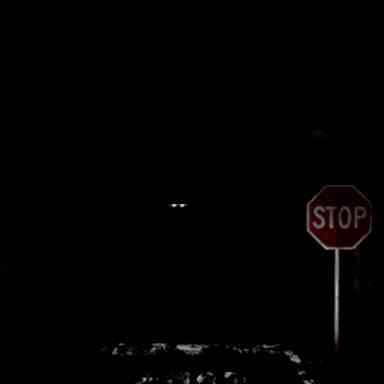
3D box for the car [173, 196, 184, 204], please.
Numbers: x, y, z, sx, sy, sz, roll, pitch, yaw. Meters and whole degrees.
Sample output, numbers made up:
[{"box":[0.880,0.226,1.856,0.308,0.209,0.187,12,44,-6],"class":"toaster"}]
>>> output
[{"box":[-2.601,1.594,65.437,1.882,1.535,5.008,0,0,0],"class":"car"}]
